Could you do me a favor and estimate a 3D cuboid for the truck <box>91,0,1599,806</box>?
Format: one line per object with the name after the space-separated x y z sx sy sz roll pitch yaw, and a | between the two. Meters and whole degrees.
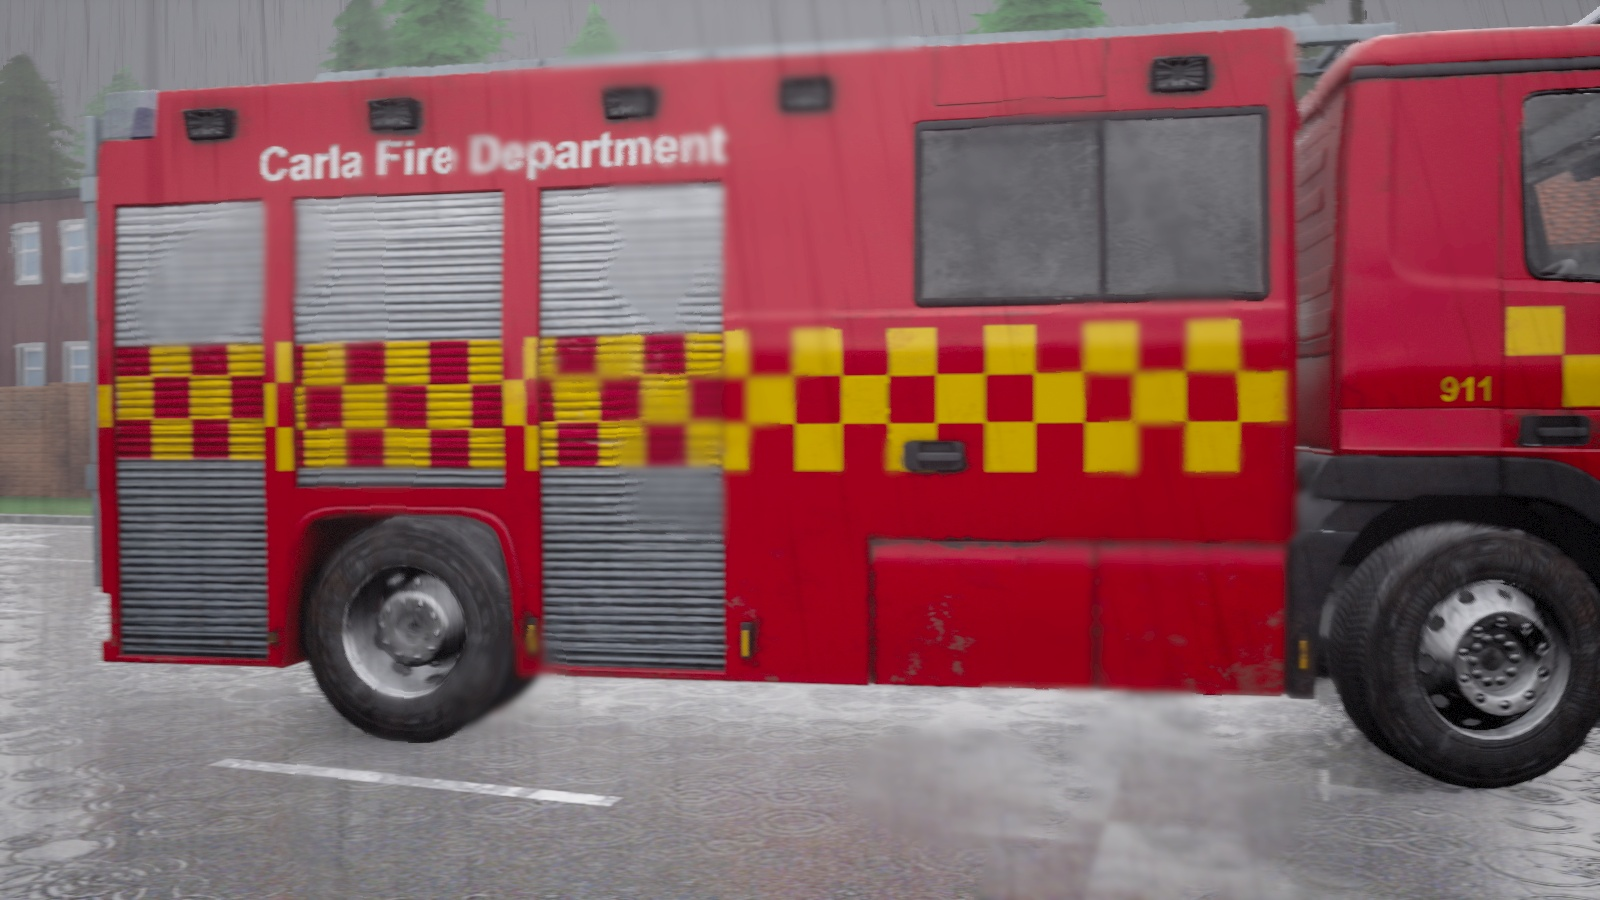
0.770 -0.451 7.205 8.468 3.827 2.891 0 1 10 | truck
